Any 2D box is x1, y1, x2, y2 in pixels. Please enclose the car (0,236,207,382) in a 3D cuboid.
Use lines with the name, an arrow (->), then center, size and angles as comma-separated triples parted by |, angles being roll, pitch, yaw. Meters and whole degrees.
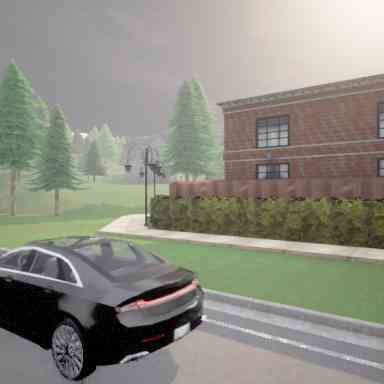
car -> -2.088, 1.490, 5.478 | 4.902, 1.511, 2.128 | 0, 0, 36
